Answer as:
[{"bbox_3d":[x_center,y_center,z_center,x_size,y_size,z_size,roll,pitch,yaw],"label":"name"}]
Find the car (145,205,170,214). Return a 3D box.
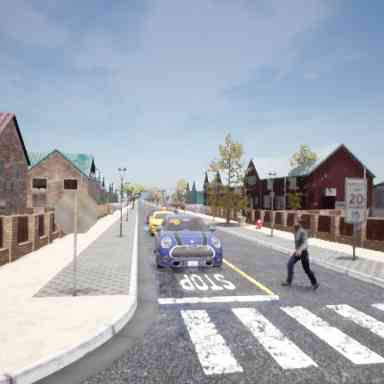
[{"bbox_3d":[-3.524,2.351,32.513,1.837,1.490,4.892,1,-2,-9],"label":"car"}]

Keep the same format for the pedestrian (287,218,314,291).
[{"bbox_3d":[2.719,1.529,8.350,0.375,1.860,0.375,0,0,-9],"label":"pedestrian"}]

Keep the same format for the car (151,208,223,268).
[{"bbox_3d":[-0.288,1.656,12.385,2.097,1.767,4.553,1,-2,-8],"label":"car"}]

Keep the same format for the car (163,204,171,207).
[{"bbox_3d":[-2.962,2.845,47.334,2.033,1.411,5.357,1,-2,-9],"label":"car"}]

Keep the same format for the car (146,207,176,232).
[{"bbox_3d":[-1.884,2.051,22.378,1.882,1.535,5.008,1,-2,-9],"label":"car"}]

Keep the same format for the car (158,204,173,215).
[{"bbox_3d":[-4.608,2.926,57.483,2.097,1.767,4.553,1,-2,-9],"label":"car"}]
